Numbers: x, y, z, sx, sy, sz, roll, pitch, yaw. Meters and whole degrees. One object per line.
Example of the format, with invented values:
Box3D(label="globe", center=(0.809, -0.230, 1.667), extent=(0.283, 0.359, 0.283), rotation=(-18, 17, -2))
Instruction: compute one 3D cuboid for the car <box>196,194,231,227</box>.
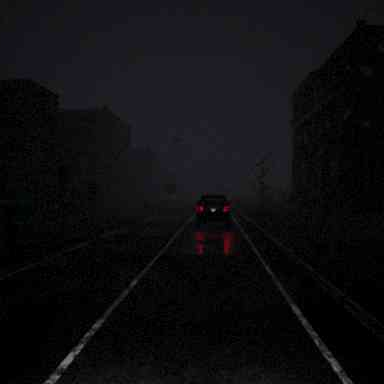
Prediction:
Box3D(label="car", center=(1.462, 1.167, 22.632), extent=(2.150, 2.045, 5.566), rotation=(0, 1, 4))

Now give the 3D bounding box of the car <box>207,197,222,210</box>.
Box3D(label="car", center=(2.810, 1.418, 41.668), extent=(1.812, 1.442, 4.674), rotation=(0, 0, 4))
